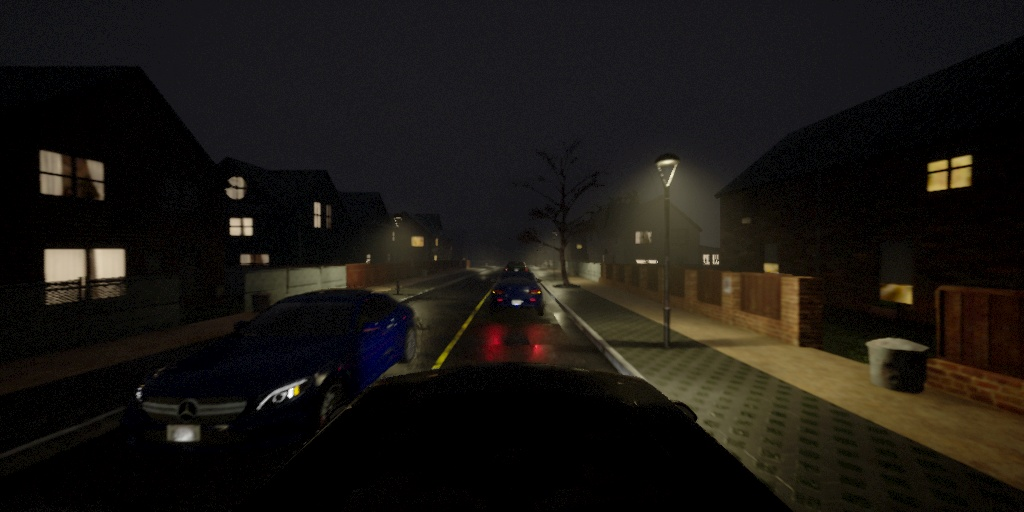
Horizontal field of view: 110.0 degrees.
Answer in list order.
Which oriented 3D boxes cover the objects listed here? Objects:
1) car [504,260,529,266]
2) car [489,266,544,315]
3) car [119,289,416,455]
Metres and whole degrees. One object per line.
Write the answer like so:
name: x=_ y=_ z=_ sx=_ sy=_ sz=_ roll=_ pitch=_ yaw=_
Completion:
car: x=0.393 y=1.154 z=30.092 sx=2.097 sy=1.767 sz=4.553 roll=0 pitch=0 yaw=1
car: x=0.163 y=1.283 z=13.484 sx=1.812 sy=1.442 sz=4.674 roll=0 pitch=0 yaw=0
car: x=-2.798 y=1.274 z=5.412 sx=1.812 sy=1.442 sz=4.674 roll=0 pitch=0 yaw=1
